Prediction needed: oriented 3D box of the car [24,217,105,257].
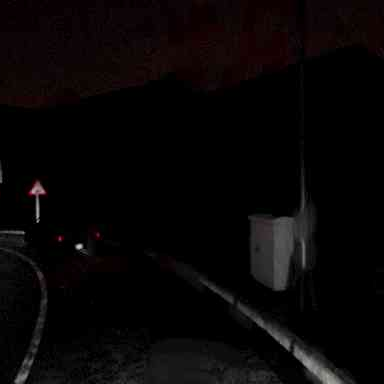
[{"bbox_3d":[-5.251,1.630,13.236,1.895,1.301,4.718,-1,-1,-38],"label":"car"}]
